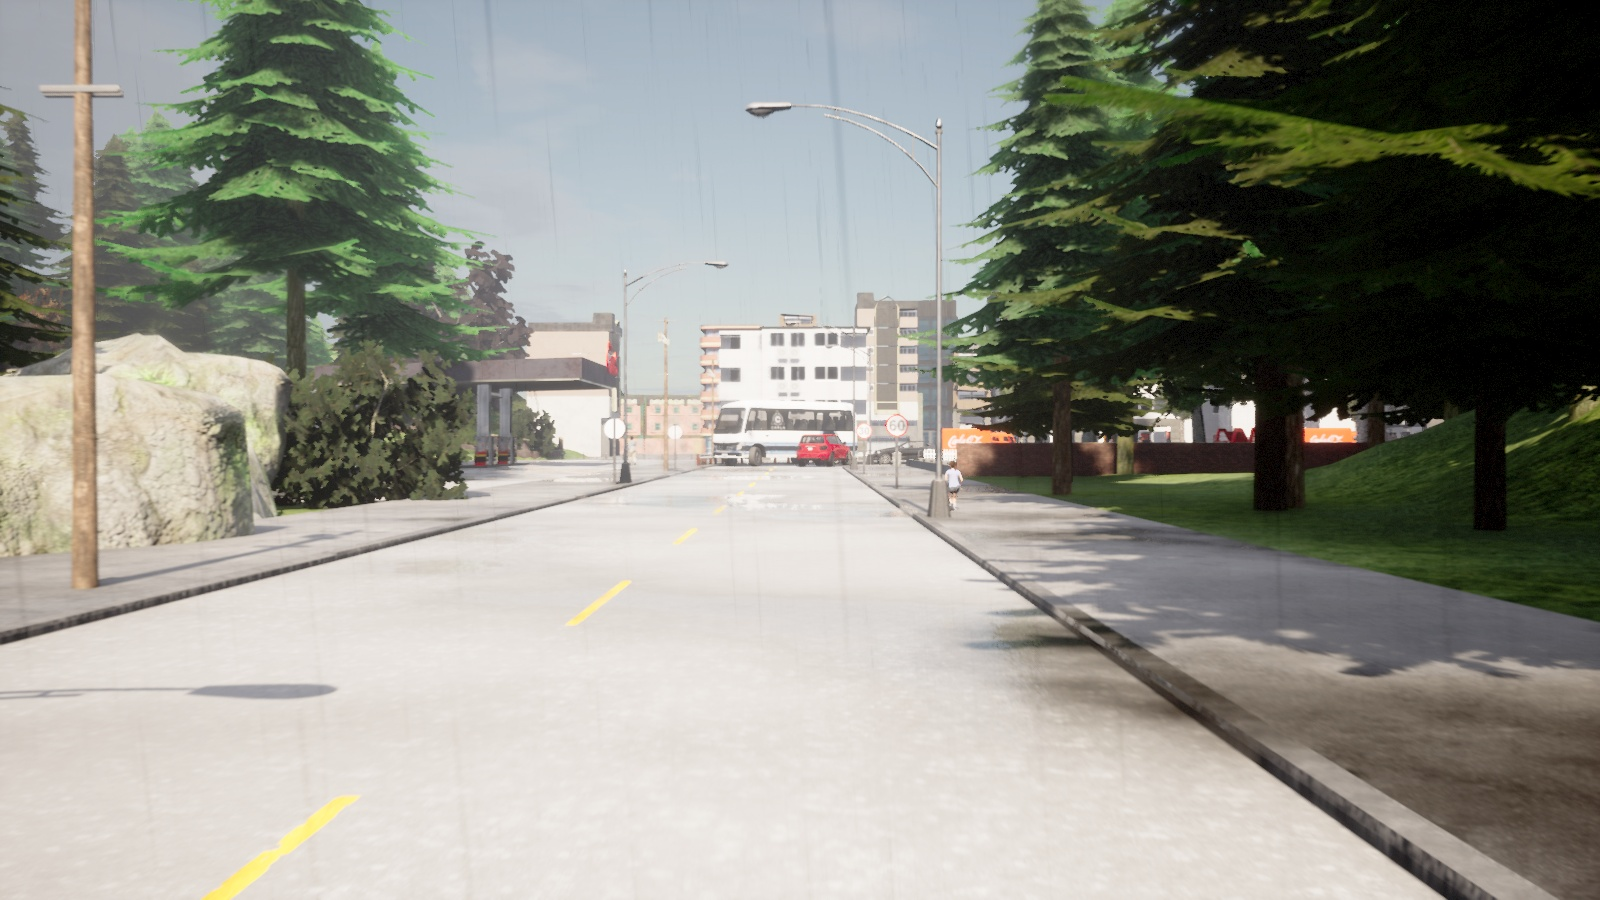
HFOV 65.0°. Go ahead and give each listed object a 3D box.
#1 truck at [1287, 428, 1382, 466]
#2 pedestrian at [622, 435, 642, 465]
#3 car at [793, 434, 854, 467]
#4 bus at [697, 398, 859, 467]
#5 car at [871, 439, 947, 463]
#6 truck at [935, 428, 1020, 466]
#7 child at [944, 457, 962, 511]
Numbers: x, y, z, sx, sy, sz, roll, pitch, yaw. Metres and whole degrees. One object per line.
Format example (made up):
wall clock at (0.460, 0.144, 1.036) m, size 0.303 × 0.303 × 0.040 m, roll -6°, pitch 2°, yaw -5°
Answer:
truck at (35.476, -0.182, 83.476) m, size 5.204 × 2.467 × 2.627 m, roll 0°, pitch 0°, yaw 0°
pedestrian at (-10.501, 0.015, 78.555) m, size 0.900 × 1.855 × 0.874 m, roll 0°, pitch 0°, yaw 43°
car at (1.556, 0.021, 79.269) m, size 2.150 × 2.045 × 5.566 m, roll 0°, pitch 0°, yaw 20°
bus at (-1.320, -1.096, 82.012) m, size 10.273 × 4.253 × 3.944 m, roll 0°, pitch 0°, yaw -39°
car at (7.598, 0.039, 87.477) m, size 5.027 × 1.651 × 2.152 m, roll 0°, pitch 0°, yaw -3°
truck at (11.778, -0.198, 83.658) m, size 5.204 × 2.467 × 2.627 m, roll 0°, pitch 0°, yaw -1°
child at (3.147, 0.693, 25.800) m, size 0.255 × 1.110 × 0.394 m, roll 0°, pitch 0°, yaw -13°
